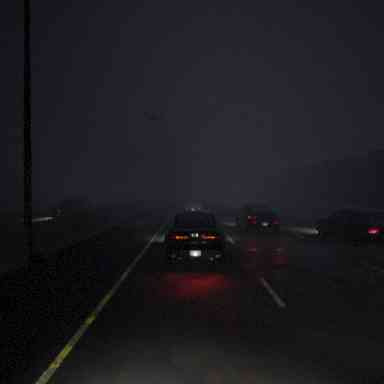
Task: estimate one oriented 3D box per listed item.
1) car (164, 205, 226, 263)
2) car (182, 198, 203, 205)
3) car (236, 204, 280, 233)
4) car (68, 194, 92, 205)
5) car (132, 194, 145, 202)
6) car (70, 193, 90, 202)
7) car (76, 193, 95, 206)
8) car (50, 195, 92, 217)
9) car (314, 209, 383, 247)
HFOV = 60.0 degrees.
[{"bbox_3d":[0.092,1.414,11.531,1.837,1.490,4.892,0,0,0],"label":"car"},{"bbox_3d":[0.082,1.283,30.943,1.812,1.442,4.674,0,0,0],"label":"car"},{"bbox_3d":[3.599,1.379,18.638,1.812,1.442,4.674,0,0,0],"label":"car"},{"bbox_3d":[-17.299,1.073,51.742,1.882,1.535,5.008,0,1,2],"label":"car"},{"bbox_3d":[-9.941,1.047,61.766,1.812,1.442,4.674,0,1,1],"label":"car"},{"bbox_3d":[-20.503,0.999,61.285,1.882,1.535,5.008,0,1,1],"label":"car"},{"bbox_3d":[-14.004,1.230,42.689,1.994,1.385,4.181,0,0,1],"label":"car"},{"bbox_3d":[-10.606,1.280,28.946,1.837,1.490,4.892,0,0,0],"label":"car"},{"bbox_3d":[7.089,1.434,14.332,2.033,1.411,5.357,0,0,0],"label":"car"}]
